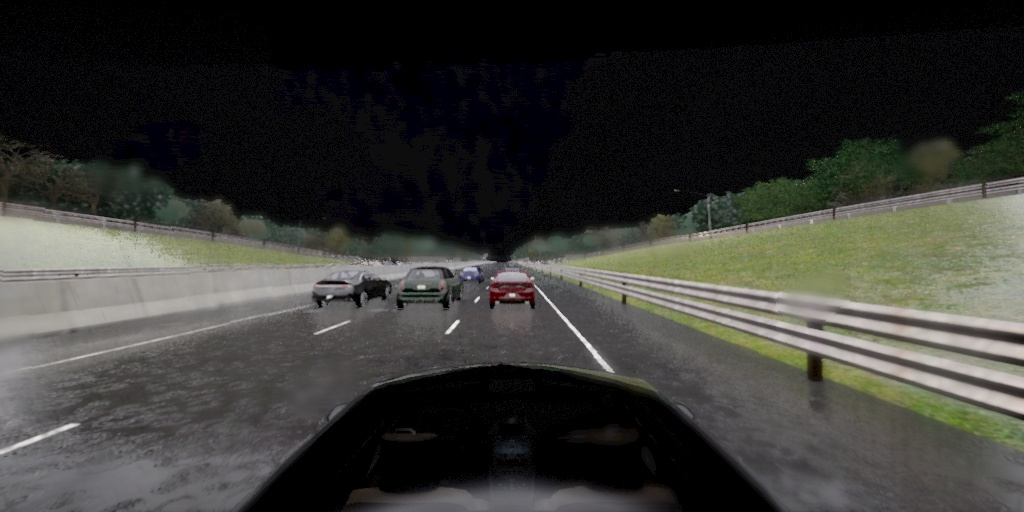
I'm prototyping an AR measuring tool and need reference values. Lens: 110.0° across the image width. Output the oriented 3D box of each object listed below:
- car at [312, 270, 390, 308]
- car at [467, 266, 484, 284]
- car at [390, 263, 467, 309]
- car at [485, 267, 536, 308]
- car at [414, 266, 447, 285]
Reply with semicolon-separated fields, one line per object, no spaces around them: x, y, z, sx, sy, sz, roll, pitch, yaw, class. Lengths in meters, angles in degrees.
-6.981;1.393;16.158;2.128;1.511;4.902;0;-1;0;car
-3.465;1.601;31.244;1.812;1.442;4.674;0;-1;0;car
-3.483;1.248;15.933;2.097;1.767;4.553;0;-1;0;car
0.021;1.380;16.319;1.882;1.535;5.008;0;0;0;car
-6.965;1.601;31.227;1.812;1.442;4.674;0;-1;0;car
